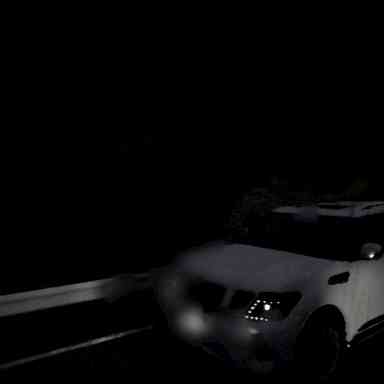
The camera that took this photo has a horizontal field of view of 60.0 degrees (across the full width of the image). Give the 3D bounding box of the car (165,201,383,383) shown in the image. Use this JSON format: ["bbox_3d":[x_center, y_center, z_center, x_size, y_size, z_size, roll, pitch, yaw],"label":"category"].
[{"bbox_3d":[2.282,1.204,5.556,5.566,2.045,2.150,0,0,-35],"label":"car"}]
